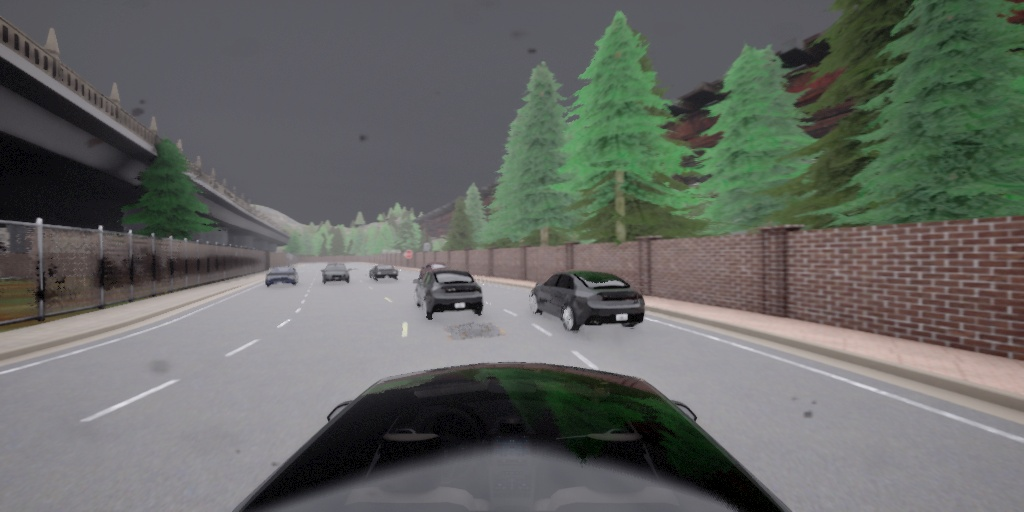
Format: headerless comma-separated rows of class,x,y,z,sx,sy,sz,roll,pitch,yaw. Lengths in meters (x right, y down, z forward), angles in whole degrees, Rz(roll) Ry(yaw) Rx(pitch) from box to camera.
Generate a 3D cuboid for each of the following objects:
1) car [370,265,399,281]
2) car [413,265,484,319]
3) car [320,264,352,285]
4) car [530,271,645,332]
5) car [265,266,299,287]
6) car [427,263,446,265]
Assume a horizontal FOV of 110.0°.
car,-11.209,1.414,31.163,1.895,1.301,4.718,-1,0,-27
car,-2.410,1.247,13.053,1.837,1.490,4.892,0,0,-21
car,-13.912,1.375,28.358,1.837,1.490,4.892,-1,0,-27
car,1.968,1.184,10.719,1.837,1.490,4.892,0,0,-14
car,-17.098,1.477,26.896,2.033,1.411,5.357,-1,0,-27
car,-6.135,1.263,28.963,1.812,1.442,4.674,-1,0,-27
